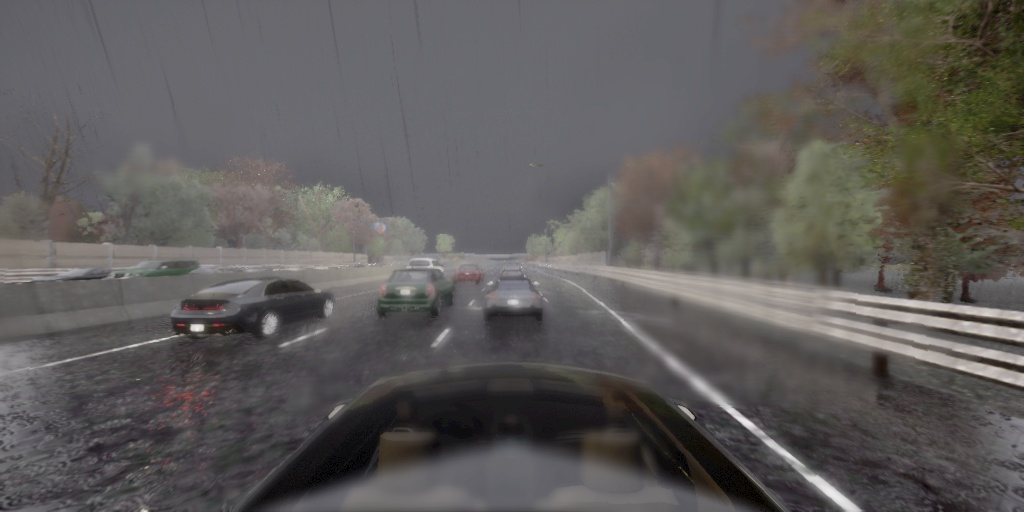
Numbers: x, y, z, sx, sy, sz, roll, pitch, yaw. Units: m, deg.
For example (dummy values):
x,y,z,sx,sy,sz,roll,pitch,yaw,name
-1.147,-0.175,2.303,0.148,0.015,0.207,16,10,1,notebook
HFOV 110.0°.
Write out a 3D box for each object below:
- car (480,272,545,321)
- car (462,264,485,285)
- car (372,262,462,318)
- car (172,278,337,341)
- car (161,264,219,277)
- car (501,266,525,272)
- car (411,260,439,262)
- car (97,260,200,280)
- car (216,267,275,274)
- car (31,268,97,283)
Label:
x,y,z,sx,sy,sz,roll,pitch,yaw,name
0.099,1.454,13.102,1.994,1.385,4.181,0,-1,0,car
-3.399,1.458,30.027,2.097,1.767,4.553,0,-1,0,car
-3.401,1.251,13.774,2.097,1.767,4.553,0,-1,0,car
-6.903,1.361,10.313,1.837,1.490,4.892,0,-1,0,car
-21.095,1.536,25.258,2.128,1.511,4.902,0,-1,0,car
0.103,1.601,30.283,2.128,1.511,4.902,0,-1,0,car
-6.898,1.319,29.340,2.150,2.045,5.566,0,-1,0,car
-24.597,1.264,25.121,2.150,2.045,5.566,0,-1,0,car
-17.595,1.603,24.824,1.994,1.385,4.181,0,-1,0,car
-27.788,1.499,23.456,1.882,1.535,5.008,0,-1,-2,car
